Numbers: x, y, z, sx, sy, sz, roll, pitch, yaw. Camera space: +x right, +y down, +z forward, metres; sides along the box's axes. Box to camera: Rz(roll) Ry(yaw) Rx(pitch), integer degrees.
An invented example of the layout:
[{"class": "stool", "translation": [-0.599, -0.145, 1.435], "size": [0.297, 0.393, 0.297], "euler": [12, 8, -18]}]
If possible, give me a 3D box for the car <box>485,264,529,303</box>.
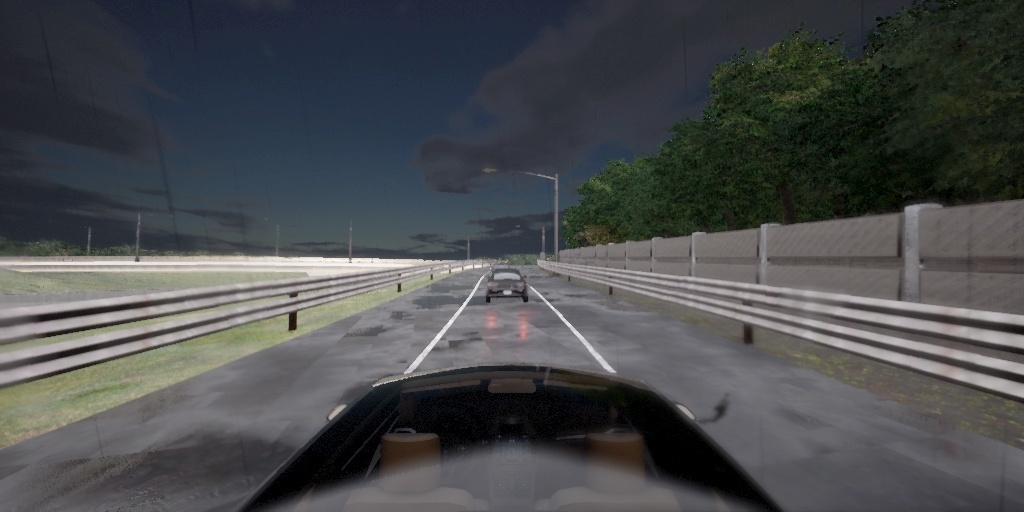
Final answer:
[{"class": "car", "translation": [-0.260, 1.297, 16.629], "size": [1.812, 1.442, 4.674], "euler": [0, 0, -2]}]
